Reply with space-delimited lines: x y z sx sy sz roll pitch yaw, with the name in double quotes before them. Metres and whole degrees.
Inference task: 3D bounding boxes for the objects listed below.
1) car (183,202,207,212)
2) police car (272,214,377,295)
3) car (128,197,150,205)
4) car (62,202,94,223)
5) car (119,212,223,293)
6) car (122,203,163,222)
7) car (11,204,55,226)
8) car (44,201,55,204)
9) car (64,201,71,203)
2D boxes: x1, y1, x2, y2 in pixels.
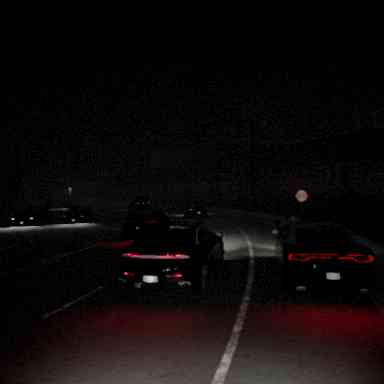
"car" 0.258 1.707 32.323 1.812 1.442 4.674 -1 0 -9
"police car" 3.243 1.421 8.942 1.930 1.638 5.238 -1 0 12
"car" -7.353 1.663 45.840 2.150 2.045 5.566 -1 0 -23
"car" -9.973 1.929 29.515 2.033 1.411 5.357 -1 -1 -8
"car" -0.300 1.540 9.063 2.128 1.511 4.902 -1 0 13
"car" -2.481 1.622 18.694 1.882 1.535 5.008 -1 0 4
"car" -13.277 1.984 28.016 2.033 1.411 5.357 -1 -1 -7
"car" -28.320 2.600 66.158 1.882 1.535 5.008 -1 0 -25
"car" -25.146 2.585 67.633 2.033 1.411 5.357 -1 0 -25
